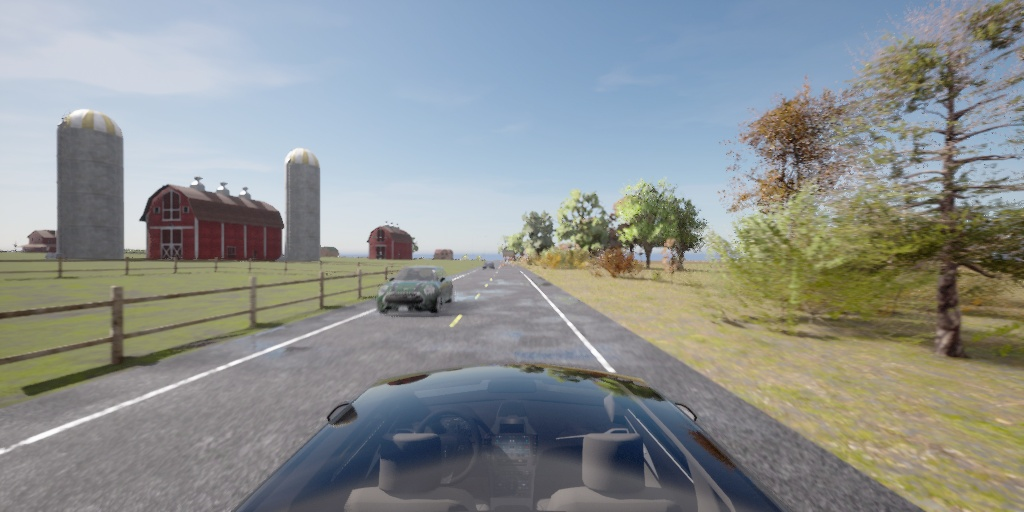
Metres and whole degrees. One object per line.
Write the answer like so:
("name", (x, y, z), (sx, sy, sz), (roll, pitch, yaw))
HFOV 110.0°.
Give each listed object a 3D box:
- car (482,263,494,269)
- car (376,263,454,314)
("car", (-4.162, 1.683, 63.929), (1.994, 1.385, 4.181), (0, 0, -1))
("car", (-3.625, 1.174, 14.161), (2.097, 1.767, 4.553), (0, 0, 0))
